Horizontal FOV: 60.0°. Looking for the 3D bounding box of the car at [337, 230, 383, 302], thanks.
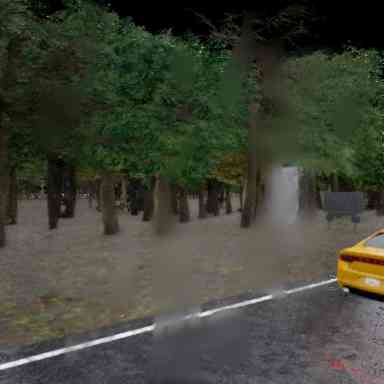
[{"bbox_3d":[5.345,1.529,7.573,5.008,1.535,1.882,0,0,-35],"label":"car"}]
